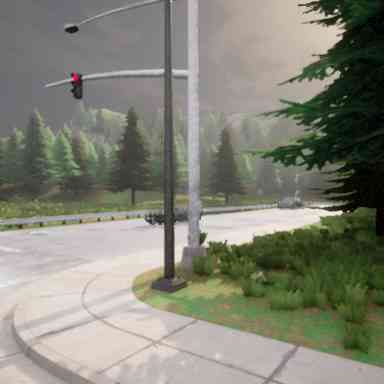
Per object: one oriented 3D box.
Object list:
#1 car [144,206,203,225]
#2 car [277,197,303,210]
[{"bbox_3d":[-1.245,1.675,23.876,1.895,1.301,4.718,0,0,34],"label":"car"},{"bbox_3d":[12.998,1.425,44.040,2.097,1.767,4.553,0,0,37],"label":"car"}]
